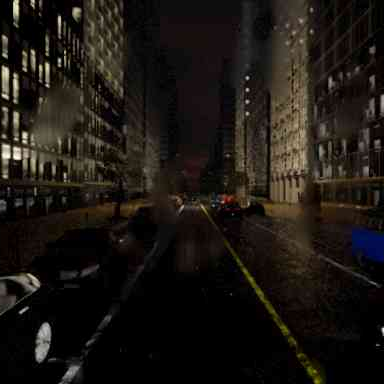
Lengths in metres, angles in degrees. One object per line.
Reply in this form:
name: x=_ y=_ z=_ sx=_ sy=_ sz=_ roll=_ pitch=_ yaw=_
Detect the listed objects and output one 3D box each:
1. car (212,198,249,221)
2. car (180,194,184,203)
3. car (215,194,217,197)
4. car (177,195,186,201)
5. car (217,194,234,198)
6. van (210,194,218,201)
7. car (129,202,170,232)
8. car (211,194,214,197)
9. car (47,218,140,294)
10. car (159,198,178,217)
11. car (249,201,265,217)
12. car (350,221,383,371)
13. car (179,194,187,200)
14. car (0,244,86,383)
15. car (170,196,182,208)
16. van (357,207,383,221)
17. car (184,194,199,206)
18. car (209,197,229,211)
car: x=3.092 y=1.498 z=27.531 sx=2.128 sy=1.511 sz=4.902 roll=0 pitch=0 yaw=1
car: x=-2.612 y=1.433 z=48.444 sx=1.967 sy=1.590 sz=4.097 roll=0 pitch=0 yaw=0
car: x=5.788 y=1.323 z=59.796 sx=2.192 sy=1.841 sz=5.009 roll=0 pitch=0 yaw=0
car: x=-2.548 y=1.538 z=82.546 sx=2.008 sy=1.369 sz=4.403 roll=0 pitch=0 yaw=0
car: x=5.777 y=1.324 z=54.112 sx=2.192 sy=1.841 sz=5.009 roll=0 pitch=0 yaw=0
van: x=5.841 y=1.343 z=88.213 sx=1.690 sy=1.788 sz=3.998 roll=0 pitch=0 yaw=0
car: x=-2.665 y=1.545 z=20.026 sx=2.008 sy=1.369 sz=4.403 roll=0 pitch=0 yaw=0
car: x=5.811 y=1.446 z=71.163 sx=1.967 sy=1.590 sz=4.097 roll=0 pitch=0 yaw=0
car: x=-2.686 y=1.577 z=8.659 sx=1.802 sy=1.307 sz=4.206 roll=0 pitch=0 yaw=0
car: x=-2.643 y=1.545 z=31.393 sx=2.008 sy=1.369 sz=4.403 roll=0 pitch=0 yaw=0
car: x=5.737 y=1.561 z=31.377 sx=2.008 sy=1.369 sz=4.403 roll=0 pitch=0 yaw=0
car: x=3.541 y=1.358 z=2.818 sx=2.097 sy=1.767 sz=4.553 roll=0 pitch=0 yaw=-5
car: x=-2.527 y=1.424 z=93.913 sx=1.967 sy=1.590 sz=4.097 roll=0 pitch=0 yaw=0
car: x=-2.697 y=1.546 z=2.975 sx=2.008 sy=1.369 sz=4.403 roll=0 pitch=0 yaw=0
car: x=-2.622 y=1.575 z=42.760 sx=1.802 sy=1.307 sz=4.206 roll=0 pitch=0 yaw=0
van: x=5.693 y=1.353 z=8.643 sx=1.690 sy=1.788 sz=3.998 roll=0 pitch=0 yaw=0
car: x=0.099 y=1.502 z=55.518 sx=1.837 sy=1.490 sz=4.892 roll=0 pitch=0 yaw=0
car: x=3.097 y=1.606 z=40.522 sx=1.895 sy=1.301 sz=4.718 roll=0 pitch=0 yaw=1
